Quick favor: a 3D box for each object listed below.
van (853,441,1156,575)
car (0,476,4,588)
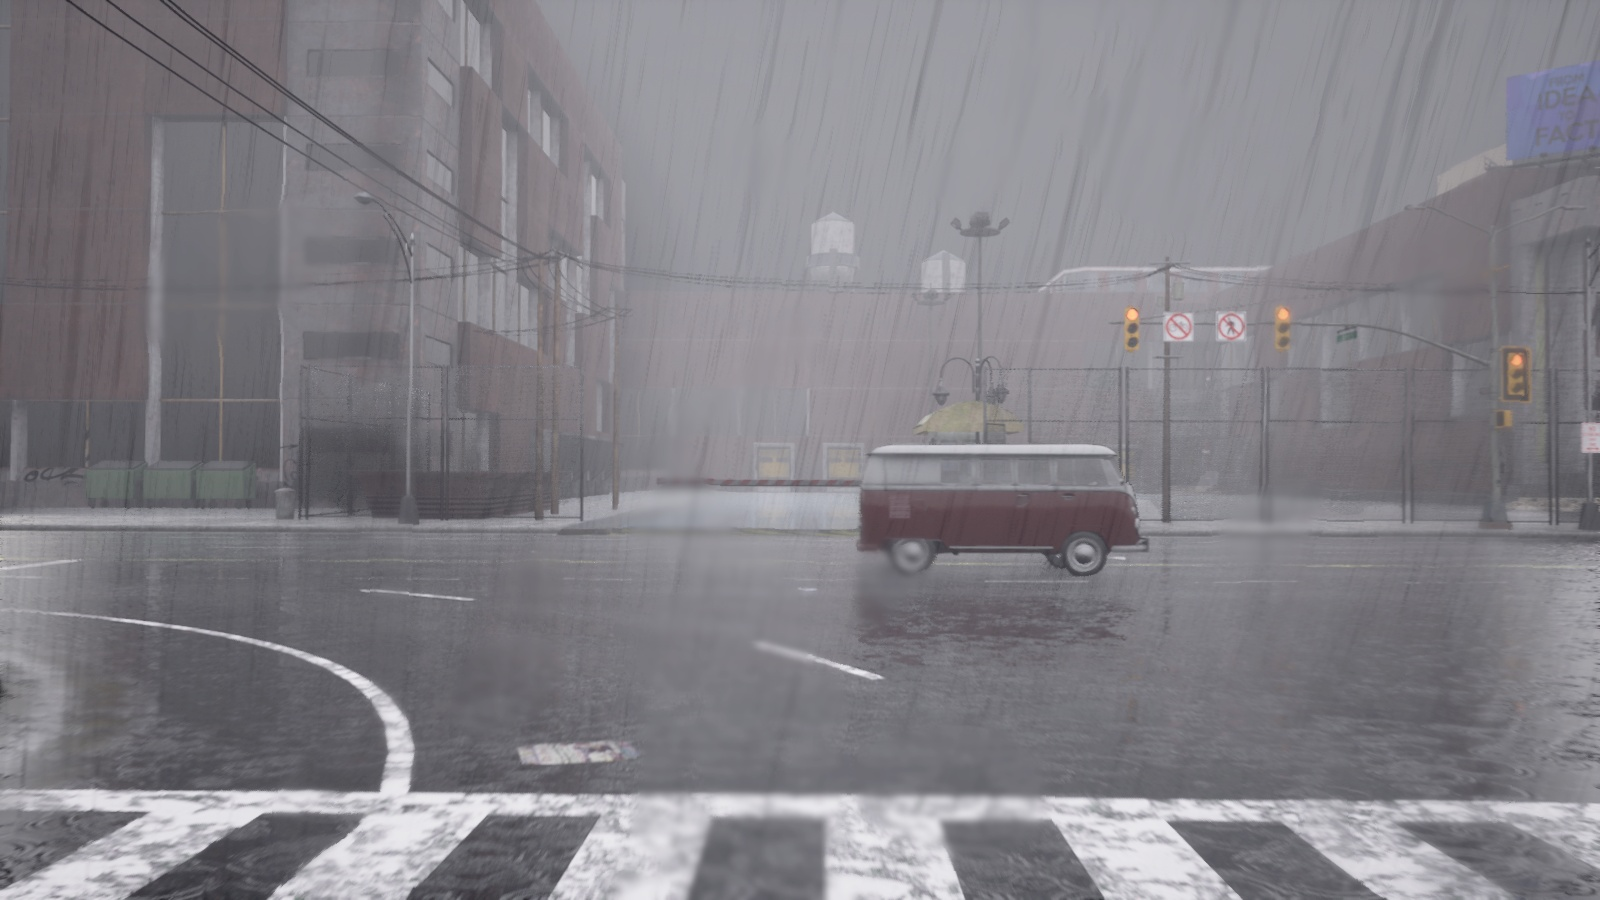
[{"bbox_3d":[3.078,0.883,19.592,4.442,1.987,1.775,0,-1,1],"label":"van"},{"bbox_3d":[-13.463,1.121,16.365,5.008,1.535,1.882,0,-1,1],"label":"car"}]
